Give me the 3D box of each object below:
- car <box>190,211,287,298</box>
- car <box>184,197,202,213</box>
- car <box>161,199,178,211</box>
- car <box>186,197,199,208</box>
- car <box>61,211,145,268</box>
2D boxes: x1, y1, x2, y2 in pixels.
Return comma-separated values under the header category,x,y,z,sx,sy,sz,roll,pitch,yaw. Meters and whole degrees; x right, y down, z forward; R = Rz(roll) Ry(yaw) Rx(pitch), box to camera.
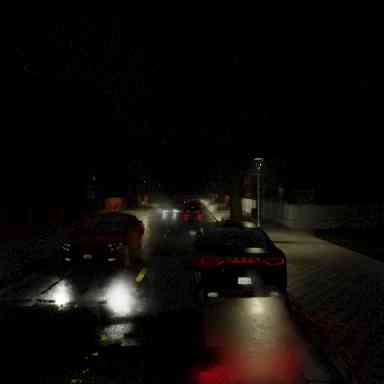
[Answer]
category,x,y,z,sx,sy,sz,roll,pitch,yaw
car,0.971,1.476,8.574,1.882,1.535,5.008,0,0,0
car,0.116,1.459,37.033,1.882,1.535,5.008,0,0,1
car,-2.707,1.540,41.028,1.994,1.385,4.181,0,0,0
car,0.050,1.493,47.194,1.812,1.442,4.674,0,0,0
car,-2.837,1.475,11.537,1.882,1.535,5.008,0,0,0
